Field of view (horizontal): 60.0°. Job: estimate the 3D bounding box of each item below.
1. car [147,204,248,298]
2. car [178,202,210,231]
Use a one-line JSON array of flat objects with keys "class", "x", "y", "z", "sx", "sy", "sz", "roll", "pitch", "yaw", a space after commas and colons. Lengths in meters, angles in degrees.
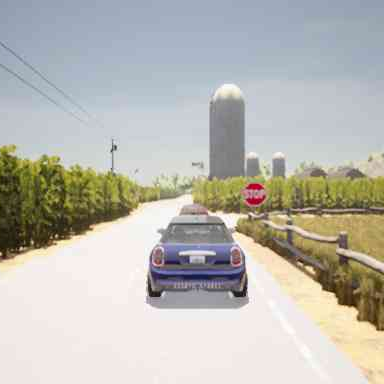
[{"class": "car", "x": 0.115, "y": 1.372, "z": 8.763, "sx": 2.097, "sy": 1.767, "sz": 4.553, "roll": 0, "pitch": 0, "yaw": 0}, {"class": "car", "x": 0.081, "y": 1.527, "z": 21.796, "sx": 1.882, "sy": 1.535, "sz": 5.008, "roll": 0, "pitch": 0, "yaw": 0}]
